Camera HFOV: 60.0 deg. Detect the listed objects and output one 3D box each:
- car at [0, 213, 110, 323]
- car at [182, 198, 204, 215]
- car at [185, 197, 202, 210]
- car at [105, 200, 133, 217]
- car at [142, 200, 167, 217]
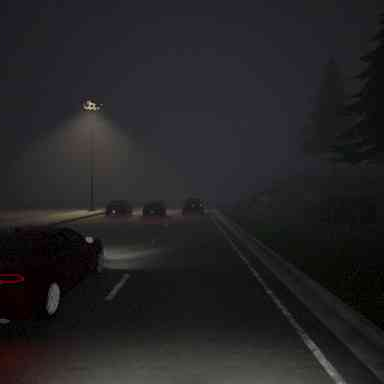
[{"bbox_3d":[-3.401,1.477,7.334,1.882,1.535,5.008,0,0,0],"label":"car"},{"bbox_3d":[0.096,1.352,34.238,2.097,1.767,4.553,0,0,0],"label":"car"},{"bbox_3d":[0.224,1.492,43.550,2.128,1.511,4.902,0,0,2],"label":"car"},{"bbox_3d":[-6.900,1.504,31.789,1.837,1.490,4.892,0,0,0],"label":"car"},{"bbox_3d":[-3.400,1.491,30.756,2.128,1.511,4.902,0,0,0],"label":"car"}]
